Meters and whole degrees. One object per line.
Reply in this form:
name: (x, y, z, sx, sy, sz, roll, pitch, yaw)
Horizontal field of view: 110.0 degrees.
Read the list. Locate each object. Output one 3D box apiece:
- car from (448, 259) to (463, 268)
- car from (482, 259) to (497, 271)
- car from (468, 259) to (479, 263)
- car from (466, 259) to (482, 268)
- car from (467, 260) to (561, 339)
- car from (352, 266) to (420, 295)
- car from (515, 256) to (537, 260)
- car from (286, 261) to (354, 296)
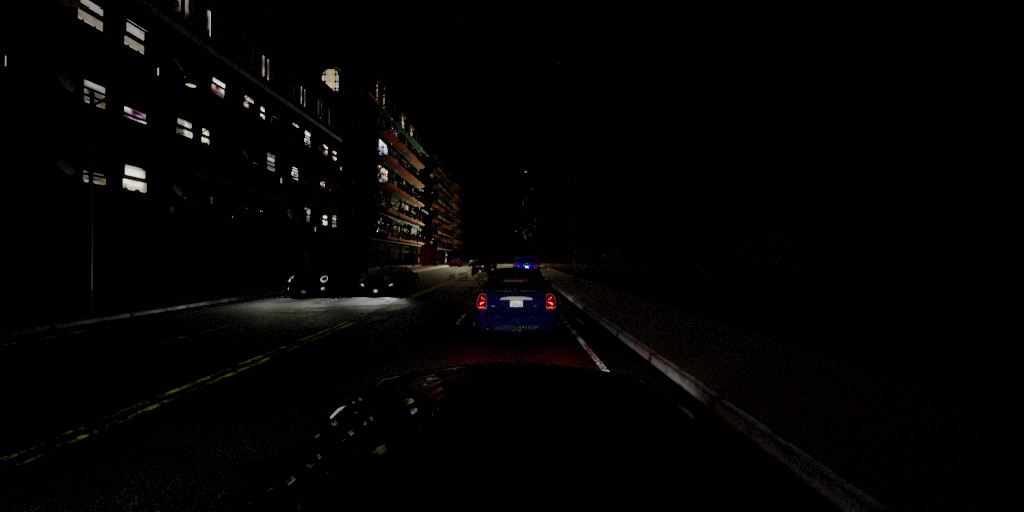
car: (-9.789, 1.233, 62.372, 1.882, 1.535, 5.008, 0, 0, 0)
car: (-3.127, 1.260, 50.779, 1.837, 1.490, 4.892, 0, 0, 0)
car: (-3.135, 1.257, 37.876, 1.837, 1.490, 4.892, 0, -1, 0)
car: (-6.541, 1.303, 62.128, 2.033, 1.411, 5.357, 0, 0, 0)
car: (0.104, 1.104, 10.245, 2.097, 1.767, 4.553, 0, 0, 0)
car: (-6.590, 1.301, 19.979, 2.033, 1.411, 5.357, 0, 0, 0)
car: (1.151, 0.980, 30.198, 2.150, 2.045, 5.566, 0, 0, 0)
car: (-9.842, 1.106, 19.175, 2.097, 1.767, 4.553, 0, 0, 0)
